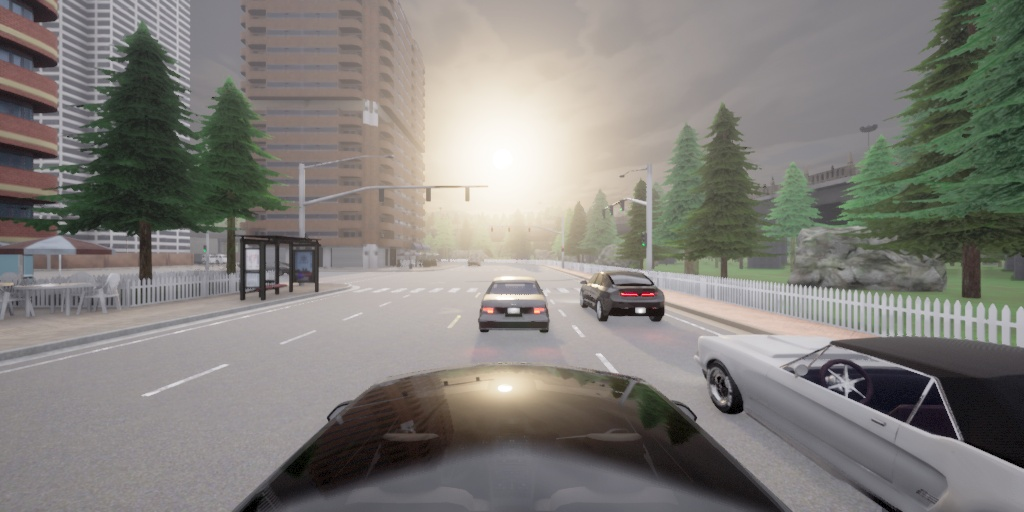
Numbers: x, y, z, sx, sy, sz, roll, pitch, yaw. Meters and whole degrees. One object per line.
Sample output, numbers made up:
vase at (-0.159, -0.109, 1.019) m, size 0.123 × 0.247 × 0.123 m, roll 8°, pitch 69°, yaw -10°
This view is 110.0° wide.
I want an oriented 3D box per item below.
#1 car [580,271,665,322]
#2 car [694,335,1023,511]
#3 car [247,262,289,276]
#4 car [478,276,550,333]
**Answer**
car at (3.571, 1.252, 12.311) m, size 1.837 × 1.490 × 4.892 m, roll 0°, pitch 0°, yaw 1°
car at (3.514, 1.350, 3.048) m, size 1.895 × 1.301 × 4.718 m, roll 0°, pitch 0°, yaw 1°
car at (-25.140, 1.321, 37.719) m, size 4.674 × 1.442 × 1.812 m, roll 0°, pitch 0°, yaw 0°
car at (0.083, 1.295, 10.724) m, size 2.033 × 1.411 × 5.357 m, roll 0°, pitch 0°, yaw 1°
